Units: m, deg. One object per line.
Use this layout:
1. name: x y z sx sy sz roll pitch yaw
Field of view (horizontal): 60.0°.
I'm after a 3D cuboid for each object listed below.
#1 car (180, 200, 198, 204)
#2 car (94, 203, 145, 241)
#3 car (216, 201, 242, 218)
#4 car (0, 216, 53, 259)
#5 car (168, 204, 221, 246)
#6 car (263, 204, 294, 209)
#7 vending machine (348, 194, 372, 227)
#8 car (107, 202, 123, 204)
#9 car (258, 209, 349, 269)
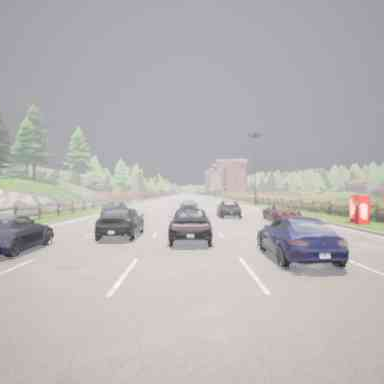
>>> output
1. car: -0.293 1.566 33.580 1.812 1.442 4.674 0 0 -1
2. car: -3.596 1.544 17.087 1.837 1.490 4.892 0 0 -1
3. car: 3.253 1.509 29.824 2.128 1.511 4.902 0 0 -1
4. car: -7.053 1.616 12.908 1.994 1.385 4.181 0 0 -1
5. car: -0.078 1.510 15.370 2.128 1.511 4.902 0 0 -1
6. car: 6.802 1.595 25.890 1.895 1.301 4.718 0 0 -1
7. vending machine: 10.822 1.163 21.485 1.100 2.100 0.880 0 0 -1
8. car: -7.273 1.623 31.901 2.033 1.411 5.357 0 0 -1
9. car: 3.479 1.520 11.051 1.812 1.442 4.674 0 0 -1
